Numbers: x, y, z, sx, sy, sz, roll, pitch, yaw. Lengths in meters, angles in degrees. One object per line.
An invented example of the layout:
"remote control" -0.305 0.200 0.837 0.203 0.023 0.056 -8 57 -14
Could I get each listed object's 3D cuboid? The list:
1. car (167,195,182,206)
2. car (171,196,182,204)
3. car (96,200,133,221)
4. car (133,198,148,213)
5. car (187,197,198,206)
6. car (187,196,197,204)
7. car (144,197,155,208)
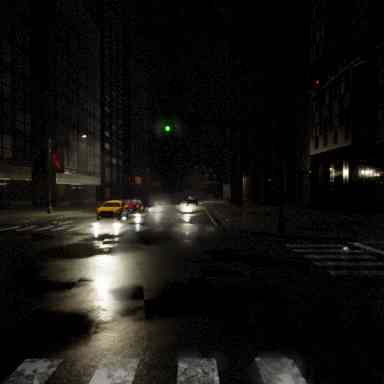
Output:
"car" -3.182 1.382 57.414 2.097 1.767 4.553 0 0 0
"car" -3.169 1.599 67.481 1.994 1.385 4.181 0 0 0
"car" -6.556 1.490 27.944 1.882 1.535 5.008 0 0 0
"car" -6.550 1.619 37.946 1.895 1.301 4.718 0 0 0
"car" 0.068 1.521 57.057 2.128 1.511 4.902 0 0 0
"car" 0.081 1.599 67.478 1.994 1.385 4.181 0 0 0
"car" -6.530 1.502 48.508 1.882 1.535 5.008 0 0 0
